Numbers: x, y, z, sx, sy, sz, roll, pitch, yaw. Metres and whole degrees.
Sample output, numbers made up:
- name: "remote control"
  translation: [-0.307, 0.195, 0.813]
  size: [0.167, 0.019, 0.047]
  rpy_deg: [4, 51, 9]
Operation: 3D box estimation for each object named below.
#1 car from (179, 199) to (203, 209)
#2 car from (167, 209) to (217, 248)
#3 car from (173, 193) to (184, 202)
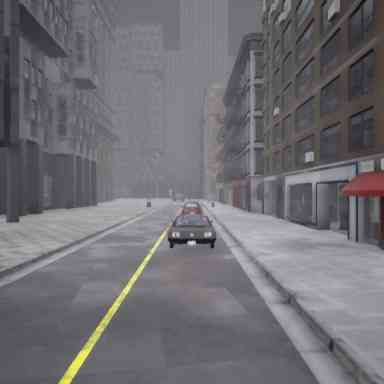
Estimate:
- name: "car"
  translation: [0.000, 1.583, 29.651]
  size: [1.812, 1.442, 4.674]
  rpy_deg: [0, 0, 0]
- name: "car"
  translation: [0.000, 1.628, 14.681]
  size: [1.895, 1.301, 4.718]
  rpy_deg: [0, 0, 0]
- name: "car"
  translation: [-3.001, 1.295, 75.882]
  size: [2.150, 2.045, 5.566]
  rpy_deg: [0, 0, 0]
